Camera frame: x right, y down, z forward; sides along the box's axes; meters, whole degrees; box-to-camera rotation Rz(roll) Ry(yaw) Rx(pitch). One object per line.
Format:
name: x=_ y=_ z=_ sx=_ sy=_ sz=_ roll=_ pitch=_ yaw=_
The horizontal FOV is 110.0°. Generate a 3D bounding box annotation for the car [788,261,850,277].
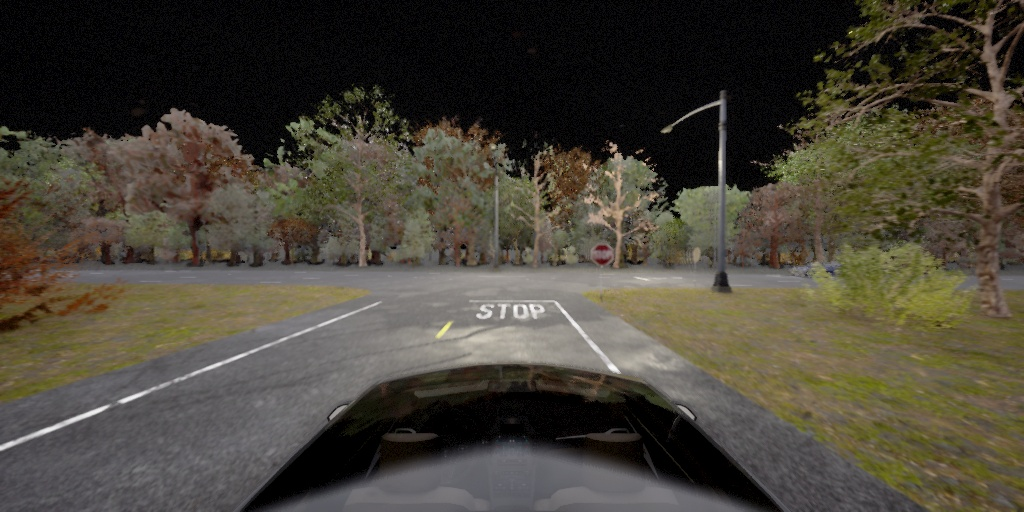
car: x=26.683 y=1.132 z=31.116 sx=4.674 sy=1.442 sz=1.812 roll=-1 pitch=1 yaw=0
